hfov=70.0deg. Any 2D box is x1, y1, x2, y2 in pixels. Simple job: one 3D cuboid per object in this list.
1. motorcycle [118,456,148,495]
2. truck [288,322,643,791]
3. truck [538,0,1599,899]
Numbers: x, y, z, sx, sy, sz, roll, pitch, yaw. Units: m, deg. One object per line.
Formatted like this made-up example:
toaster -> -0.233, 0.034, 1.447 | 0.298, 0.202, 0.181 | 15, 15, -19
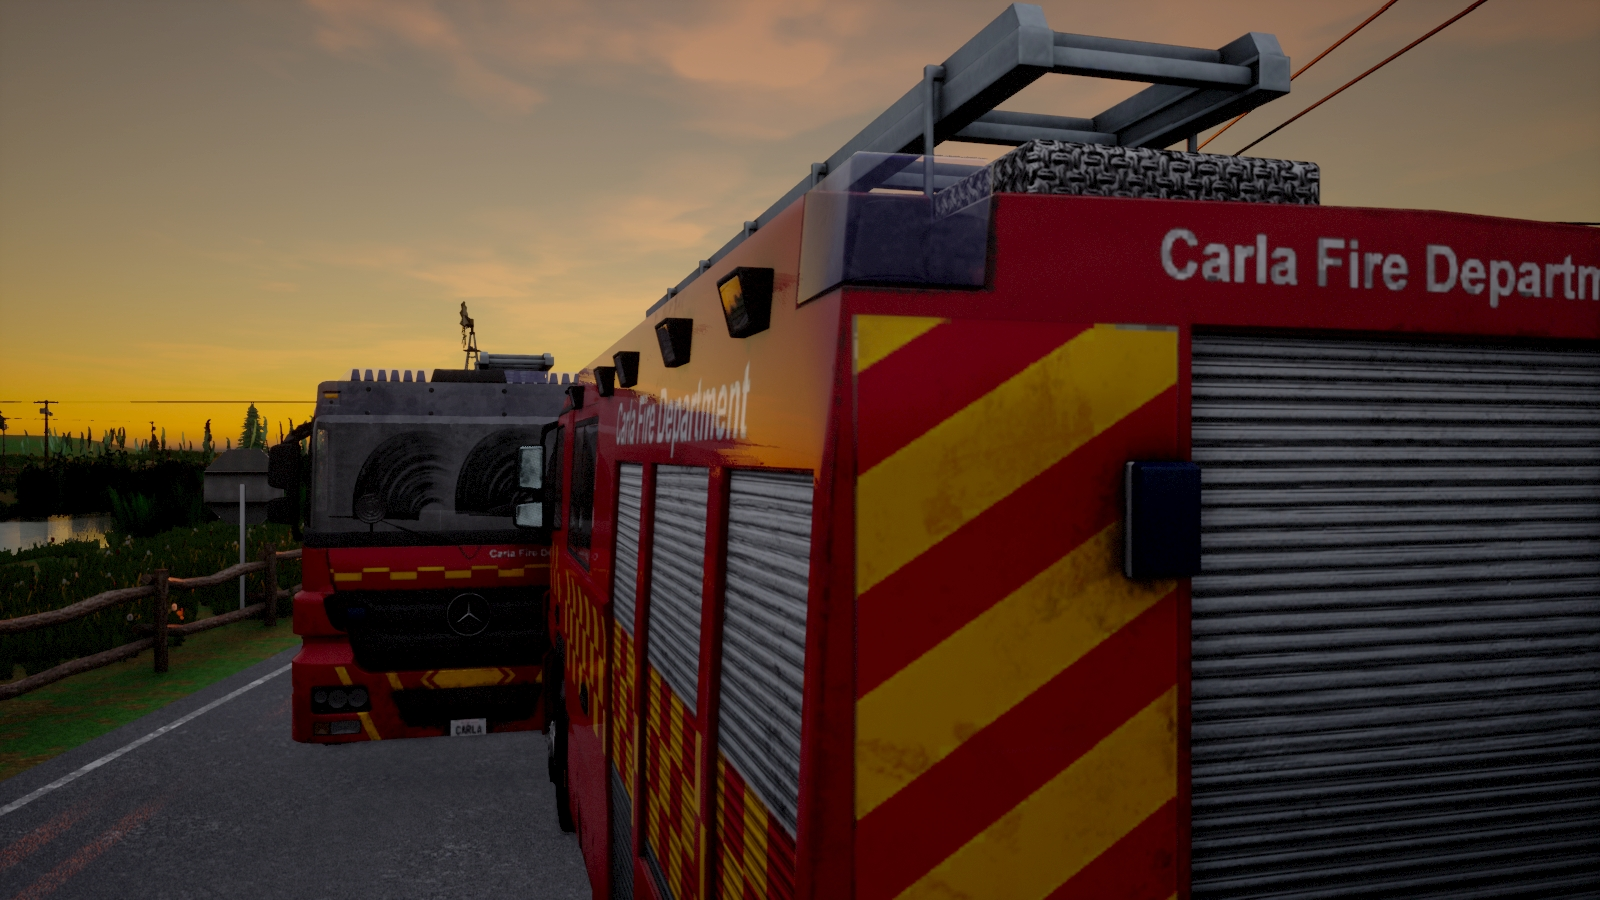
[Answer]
motorcycle -> -41.464, 1.577, 71.043 | 0.803, 2.348, 2.033 | 0, 0, -4
truck -> -3.937, 0.862, 13.796 | 2.891, 3.827, 8.468 | 0, 0, -16
truck -> 0.134, 0.867, 6.870 | 2.891, 3.827, 8.468 | 0, 0, -16
